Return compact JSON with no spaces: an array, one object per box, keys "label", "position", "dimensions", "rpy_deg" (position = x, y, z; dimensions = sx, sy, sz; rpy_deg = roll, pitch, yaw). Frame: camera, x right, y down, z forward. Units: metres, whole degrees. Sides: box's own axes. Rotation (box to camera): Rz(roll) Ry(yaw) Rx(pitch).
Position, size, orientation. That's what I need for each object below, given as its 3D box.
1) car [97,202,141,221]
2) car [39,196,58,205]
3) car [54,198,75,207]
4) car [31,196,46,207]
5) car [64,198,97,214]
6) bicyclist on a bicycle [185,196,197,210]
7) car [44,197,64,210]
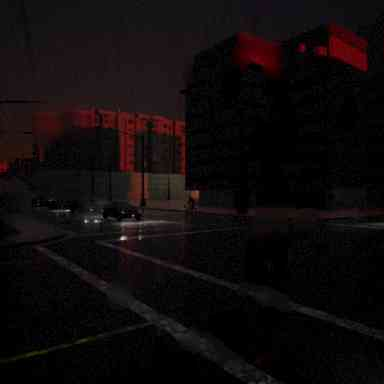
[{"label":"car","position":[-5.878,1.529,27.313],"dimensions":[1.812,1.442,4.674],"rpy_deg":[0,0,-36]},{"label":"car","position":[-26.696,1.552,61.846],"dimensions":[2.033,1.411,5.357],"rpy_deg":[0,0,-36]},{"label":"car","position":[-20.557,1.605,53.589],"dimensions":[1.895,1.301,4.718],"rpy_deg":[0,0,-36]},{"label":"car","position":[-23.055,1.355,50.821],"dimensions":[2.097,1.767,4.553],"rpy_deg":[0,0,-36]},{"label":"car","position":[-11.385,1.495,34.825],"dimensions":[2.128,1.511,4.902],"rpy_deg":[0,0,-36]},{"label":"bicyclist on a bicycle","position":[-0.136,1.309,38.057],"dimensions":[1.656,1.620,0.582],"rpy_deg":[0,0,-36]},{"label":"car","position":[-17.212,1.567,42.784],"dimensions":[1.994,1.385,4.181],"rpy_deg":[0,0,-36]}]
